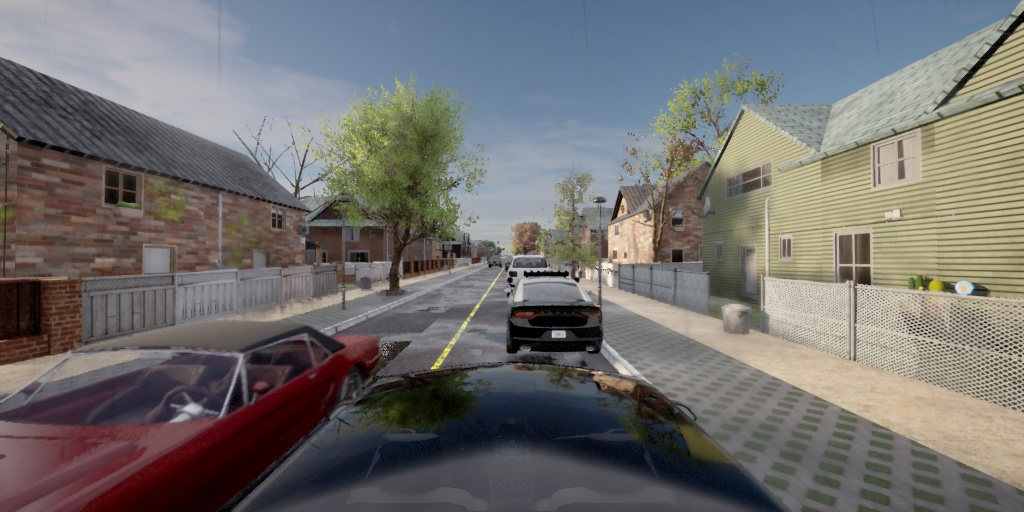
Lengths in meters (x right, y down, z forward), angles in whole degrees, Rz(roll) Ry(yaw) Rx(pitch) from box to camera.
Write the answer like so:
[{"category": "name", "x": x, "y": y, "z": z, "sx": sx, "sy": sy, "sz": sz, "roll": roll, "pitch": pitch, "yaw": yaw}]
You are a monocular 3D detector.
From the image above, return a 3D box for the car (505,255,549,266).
[{"category": "car", "x": 0.833, "y": 0.978, "z": 18.848, "sx": 2.150, "sy": 2.045, "sz": 5.566, "roll": 0, "pitch": 0, "yaw": 0}]

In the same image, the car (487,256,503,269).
[{"category": "car", "x": -2.726, "y": 0.961, "z": 58.287, "sx": 2.150, "sy": 2.045, "sz": 5.566, "roll": 0, "pitch": 0, "yaw": 0}]

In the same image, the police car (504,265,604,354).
[{"category": "police car", "x": 0.828, "y": 1.177, "z": 8.925, "sx": 1.930, "sy": 1.638, "sz": 5.238, "roll": 0, "pitch": 0, "yaw": 0}]

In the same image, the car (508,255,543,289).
[{"category": "car", "x": 0.836, "y": 0.979, "z": 24.849, "sx": 2.150, "sy": 2.045, "sz": 5.566, "roll": 0, "pitch": 0, "yaw": 0}]

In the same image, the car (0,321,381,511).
[{"category": "car", "x": -2.849, "y": 1.351, "z": 3.008, "sx": 1.895, "sy": 1.301, "sz": 4.718, "roll": 0, "pitch": 0, "yaw": 0}]

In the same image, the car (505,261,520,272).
[{"category": "car", "x": 0.051, "y": 1.348, "z": 46.662, "sx": 1.895, "sy": 1.301, "sz": 4.718, "roll": 0, "pitch": 0, "yaw": 1}]
